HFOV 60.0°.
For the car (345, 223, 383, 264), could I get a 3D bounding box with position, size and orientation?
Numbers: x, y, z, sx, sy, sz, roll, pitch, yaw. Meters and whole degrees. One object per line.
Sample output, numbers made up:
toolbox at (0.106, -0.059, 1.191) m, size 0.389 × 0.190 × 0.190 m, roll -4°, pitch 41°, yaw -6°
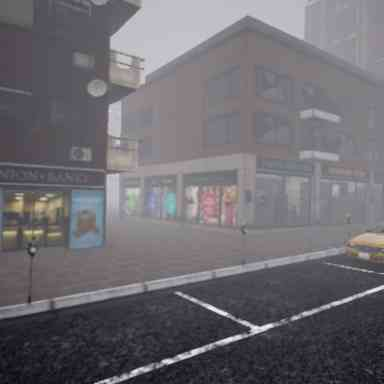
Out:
car at (6.969, 1.533, 11.040) m, size 4.829 × 1.417 × 1.752 m, roll 0°, pitch 2°, yaw -35°
